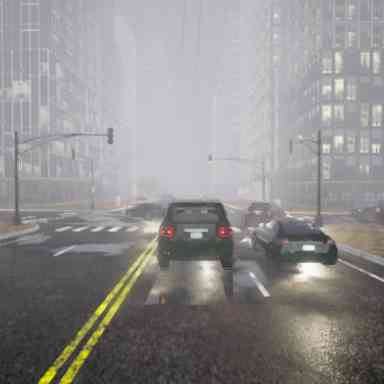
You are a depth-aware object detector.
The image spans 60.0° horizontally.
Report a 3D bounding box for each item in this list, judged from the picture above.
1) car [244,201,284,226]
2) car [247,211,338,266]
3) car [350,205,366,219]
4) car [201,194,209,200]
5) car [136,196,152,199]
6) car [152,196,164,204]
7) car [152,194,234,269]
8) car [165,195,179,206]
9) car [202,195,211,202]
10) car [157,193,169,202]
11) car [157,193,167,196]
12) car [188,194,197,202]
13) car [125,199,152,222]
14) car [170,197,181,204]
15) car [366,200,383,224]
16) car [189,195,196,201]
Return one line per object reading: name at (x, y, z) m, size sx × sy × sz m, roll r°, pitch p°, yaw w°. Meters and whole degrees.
car at (5.451, 1.473, 24.429) m, size 2.097 × 1.767 × 4.553 m, roll 1°, pitch 0°, yaw 27°
car at (3.348, 1.569, 11.550) m, size 1.994 × 1.385 × 4.181 m, roll 0°, pitch 0°, yaw 0°
car at (16.871, 1.712, 30.476) m, size 4.181 × 1.385 × 1.994 m, roll 0°, pitch 1°, yaw 1°
car at (3.287, 1.304, 85.916) m, size 1.882 × 1.535 × 5.008 m, roll 0°, pitch 0°, yaw 0°
car at (-6.604, 1.362, 44.224) m, size 2.097 × 1.767 × 4.553 m, roll 0°, pitch 0°, yaw 1°
car at (-6.473, 1.482, 63.468) m, size 1.882 × 1.535 × 5.008 m, roll 0°, pitch 0°, yaw 0°
car at (0.100, 1.225, 11.308) m, size 2.150 × 2.045 × 5.566 m, roll 0°, pitch 0°, yaw 0°
car at (-3.290, 1.359, 55.823) m, size 2.097 × 1.767 × 4.553 m, roll 0°, pitch 0°, yaw 0°
car at (3.283, 1.517, 75.917) m, size 1.812 × 1.442 × 4.674 m, roll 0°, pitch 0°, yaw 0°
car at (-6.469, 1.226, 74.039) m, size 2.150 × 2.045 × 5.566 m, roll 0°, pitch 0°, yaw 0°
car at (-3.343, 1.231, 46.012) m, size 2.150 × 2.045 × 5.566 m, roll 0°, pitch 0°, yaw -1°
car at (0.033, 1.354, 77.490) m, size 2.097 × 1.767 × 4.553 m, roll 0°, pitch 0°, yaw 0°
car at (-3.575, 1.555, 26.807) m, size 1.812 × 1.442 × 4.674 m, roll 1°, pitch 1°, yaw -42°
car at (-3.223, 1.605, 65.876) m, size 1.895 × 1.301 × 4.718 m, roll 0°, pitch 0°, yaw 0°
car at (16.212, 1.546, 24.704) m, size 5.009 × 1.841 × 2.192 m, roll 1°, pitch 0°, yaw 1°
car at (0.037, 1.517, 87.169) m, size 1.812 × 1.442 × 4.674 m, roll 0°, pitch 0°, yaw 0°
